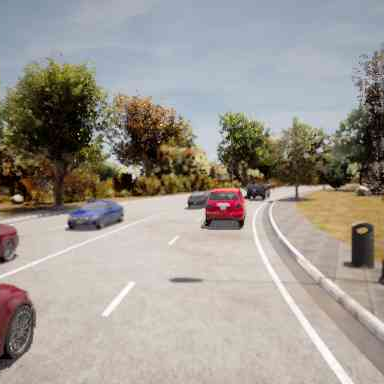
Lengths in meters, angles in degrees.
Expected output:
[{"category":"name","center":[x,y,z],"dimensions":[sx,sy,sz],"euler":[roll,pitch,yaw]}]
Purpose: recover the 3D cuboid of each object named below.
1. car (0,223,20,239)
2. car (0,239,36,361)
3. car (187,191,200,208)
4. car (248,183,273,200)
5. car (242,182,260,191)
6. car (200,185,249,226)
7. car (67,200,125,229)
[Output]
[{"category":"car","center":[-6.594,1.446,9.005],"dimensions":[1.812,1.442,4.674],"euler":[0,1,4]},{"category":"car","center":[-3.228,1.511,2.946],"dimensions":[1.812,1.442,4.674],"euler":[0,0,1]},{"category":"car","center":[1.001,0.643,31.037],"dimensions":[2.128,1.511,4.902],"euler":[0,2,17]},{"category":"car","center":[8.225,-0.140,41.051],"dimensions":[2.150,2.045,5.566],"euler":[0,2,22]},{"category":"car","center":[12.783,-1.136,71.411],"dimensions":[2.097,1.767,4.553],"euler":[-1,2,34]},{"category":"car","center":[2.125,0.808,20.002],"dimensions":[2.150,2.045,5.566],"euler":[0,2,11]},{"category":"car","center":[-5.335,1.192,19.143],"dimensions":[1.812,1.442,4.674],"euler":[0,2,9]}]
